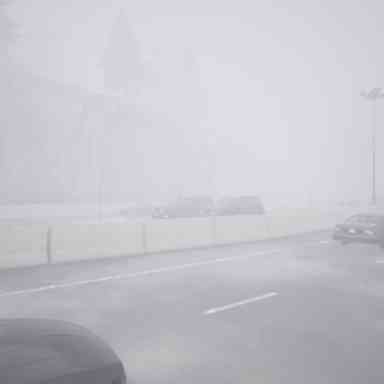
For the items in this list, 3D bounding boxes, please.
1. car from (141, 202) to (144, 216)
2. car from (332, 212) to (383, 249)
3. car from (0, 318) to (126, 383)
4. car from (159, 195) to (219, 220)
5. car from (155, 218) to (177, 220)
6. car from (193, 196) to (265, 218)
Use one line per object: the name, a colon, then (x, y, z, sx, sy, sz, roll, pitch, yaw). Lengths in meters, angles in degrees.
car: (-4.760, 1.671, 31.632, 4.181, 1.385, 1.994, 0, 0, -41)
car: (8.273, 1.614, 14.849, 5.357, 1.411, 2.033, 0, 0, -40)
car: (-2.762, 1.509, 1.874, 4.892, 1.490, 1.837, 0, 0, -35)
car: (-0.149, 1.334, 30.990, 5.566, 2.045, 2.150, 0, 0, -42)
car: (-0.507, 1.315, 26.028, 5.566, 2.045, 2.150, 0, 0, -41)
car: (3.070, 1.314, 24.499, 5.566, 2.045, 2.150, 0, 0, -41)
